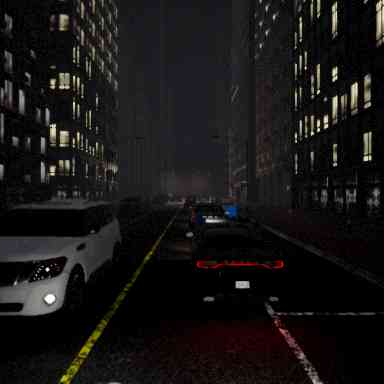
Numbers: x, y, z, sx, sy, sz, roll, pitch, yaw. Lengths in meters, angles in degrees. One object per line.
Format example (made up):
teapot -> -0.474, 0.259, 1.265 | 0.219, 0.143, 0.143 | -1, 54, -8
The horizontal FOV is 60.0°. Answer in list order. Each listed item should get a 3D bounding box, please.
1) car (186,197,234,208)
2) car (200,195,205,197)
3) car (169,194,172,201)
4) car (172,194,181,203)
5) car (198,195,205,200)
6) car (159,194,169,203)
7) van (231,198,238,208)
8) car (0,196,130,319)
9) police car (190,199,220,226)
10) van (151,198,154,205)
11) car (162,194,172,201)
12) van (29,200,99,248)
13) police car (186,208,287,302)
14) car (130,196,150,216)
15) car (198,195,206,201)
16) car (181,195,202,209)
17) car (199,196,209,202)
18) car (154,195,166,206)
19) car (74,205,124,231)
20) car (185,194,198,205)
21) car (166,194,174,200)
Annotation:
car -> 0.865, 1.346, 18.294 | 2.097, 1.767, 4.553 | 0, 0, 0
car -> 2.571, 1.443, 66.701 | 1.752, 1.417, 4.829 | 0, 0, 0
car -> -5.808, 1.233, 66.524 | 2.192, 1.841, 5.009 | 0, 0, 0
car -> -3.126, 1.442, 67.257 | 1.812, 1.442, 4.674 | 0, 0, 0
car -> 2.529, 1.396, 89.272 | 1.887, 1.381, 4.507 | 0, 0, 0
car -> -5.799, 1.476, 60.839 | 1.887, 1.381, 4.507 | 0, 0, 0
van -> 2.646, 1.329, 26.734 | 1.690, 1.788, 3.998 | 0, 0, 0
car -> -3.116, 1.221, 7.692 | 2.150, 2.045, 5.566 | 0, 0, 0
police car -> 0.854, 1.415, 24.434 | 1.930, 1.638, 5.238 | 0, 0, 0
van -> -5.756, 1.314, 38.096 | 1.690, 1.788, 3.998 | 0, 0, 0
car -> -5.830, 1.328, 77.897 | 1.967, 1.590, 4.097 | 0, 0, 0
van -> -5.714, 1.338, 15.352 | 1.690, 1.788, 3.998 | 0, 0, 0
police car -> 0.884, 1.425, 8.434 | 1.930, 1.638, 5.238 | 0, 0, 0
car -> -5.745, 1.296, 32.410 | 2.192, 1.841, 5.009 | 0, 0, 0
car -> 2.539, 1.452, 83.586 | 1.802, 1.307, 4.206 | 0, 0, 0
car -> -0.074, 1.526, 44.901 | 1.994, 1.385, 4.181 | 0, 0, 0
car -> 2.560, 1.469, 72.217 | 1.947, 1.339, 4.313 | 0, 0, 0
car -> -5.789, 1.525, 55.154 | 1.802, 1.307, 4.206 | 0, 0, 0
car -> -5.726, 1.559, 21.038 | 1.947, 1.339, 4.313 | 0, 0, 0
car -> -0.111, 1.288, 58.665 | 2.097, 1.767, 4.553 | 0, 0, 0
car -> -5.851, 1.291, 89.269 | 1.967, 1.590, 4.097 | 0, 0, 0
